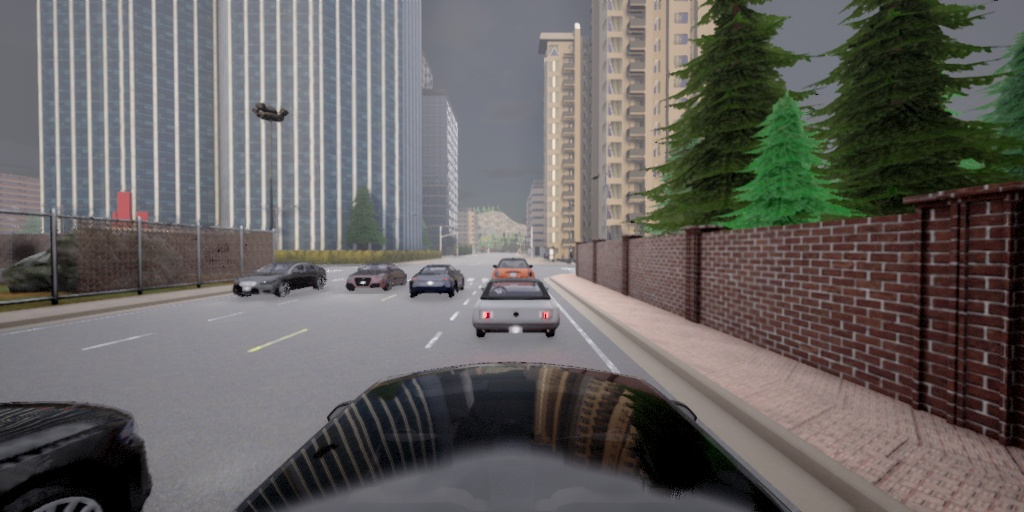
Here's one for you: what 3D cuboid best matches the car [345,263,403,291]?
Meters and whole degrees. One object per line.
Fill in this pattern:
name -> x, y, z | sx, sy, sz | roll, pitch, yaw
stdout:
car -> -7.073, 1.052, 19.010 | 1.994, 1.385, 4.181 | 0, 1, 0

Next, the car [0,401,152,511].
car -> -3.411, 1.261, 0.426 | 2.128, 1.511, 4.902 | 0, 1, 0

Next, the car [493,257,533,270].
car -> 0.049, 0.843, 18.743 | 2.097, 1.767, 4.553 | 0, 1, 0

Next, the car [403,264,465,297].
car -> -3.443, 1.080, 17.086 | 1.994, 1.385, 4.181 | 0, 1, 0

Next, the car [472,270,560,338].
car -> 0.078, 1.229, 9.734 | 1.895, 1.301, 4.718 | 0, 1, 0

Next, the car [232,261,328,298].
car -> -10.589, 1.013, 16.779 | 2.128, 1.511, 4.902 | 0, 1, 0
